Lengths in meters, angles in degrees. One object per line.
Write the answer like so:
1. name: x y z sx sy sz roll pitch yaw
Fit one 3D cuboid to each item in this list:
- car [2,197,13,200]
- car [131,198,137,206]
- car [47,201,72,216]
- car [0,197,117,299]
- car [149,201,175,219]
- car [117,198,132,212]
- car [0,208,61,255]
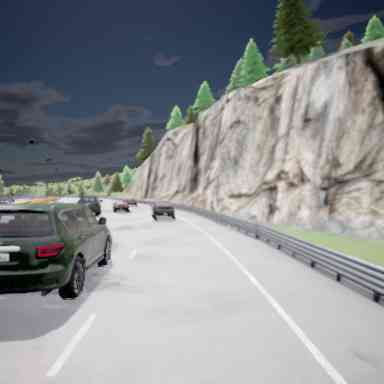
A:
1. car: -34.091 1.772 61.400 2.097 1.767 4.553 -1 0 -20
2. car: -11.281 1.781 60.425 2.128 1.511 4.902 0 0 -20
3. car: -14.570 1.808 36.892 2.033 1.411 5.357 0 0 -16
4. car: -3.604 1.284 8.666 2.150 2.045 5.566 0 0 -3
5. car: -2.705 1.617 30.204 1.837 1.490 4.892 0 -1 -11
6. car: -9.136 1.818 42.488 1.895 1.301 4.718 -1 0 -16
7. car: -7.627 1.602 14.984 1.882 1.535 5.008 0 0 -6
